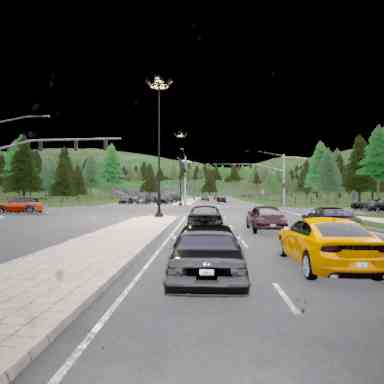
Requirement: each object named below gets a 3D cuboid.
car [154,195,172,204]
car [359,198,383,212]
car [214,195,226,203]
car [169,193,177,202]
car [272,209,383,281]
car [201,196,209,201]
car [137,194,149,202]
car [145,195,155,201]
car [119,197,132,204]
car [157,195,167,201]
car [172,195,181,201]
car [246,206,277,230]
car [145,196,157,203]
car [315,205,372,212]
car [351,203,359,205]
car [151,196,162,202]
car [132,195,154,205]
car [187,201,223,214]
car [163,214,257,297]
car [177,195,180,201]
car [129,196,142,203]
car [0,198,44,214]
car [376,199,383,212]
[{"bbox_3d":[-5.566,1.680,63.361,1.895,1.301,4.718,0,0,3],"label":"car"},{"bbox_3d":[22.327,1.403,38.315,4.553,1.767,2.097,0,0,3],"label":"car"},{"bbox_3d":[6.396,1.571,73.383,1.882,1.535,5.008,0,0,2],"label":"car"},{"bbox_3d":[-5.162,1.446,72.295,2.097,1.767,4.553,0,0,2],"label":"car"},{"bbox_3d":[3.936,1.491,9.950,1.882,1.535,5.008,0,0,3],"label":"car"},{"bbox_3d":[3.550,1.667,89.904,1.994,1.385,4.181,0,0,3],"label":"car"},{"bbox_3d":[-11.825,1.456,80.871,2.097,1.767,4.553,0,0,2],"label":"car"},{"bbox_3d":[-11.413,1.653,91.105,2.033,1.411,5.357,0,0,2],"label":"car"},{"bbox_3d":[-12.564,1.643,63.394,1.994,1.385,4.181,0,0,3],"label":"car"},{"bbox_3d":[-7.982,1.637,89.341,2.128,1.511,4.902,0,0,2],"label":"car"},{"bbox_3d":[-4.320,1.651,92.989,2.033,1.411,5.357,0,0,3],"label":"car"},{"bbox_3d":[4.278,1.551,19.384,1.812,1.442,4.674,0,0,3],"label":"car"},{"bbox_3d":[-8.712,1.642,71.103,1.994,1.385,4.181,0,0,2],"label":"car"},{"bbox_3d":[7.758,1.572,18.899,2.033,1.411,5.357,0,0,3],"label":"car"},{"bbox_3d":[22.549,1.656,41.808,4.718,1.301,1.895,0,0,3],"label":"car"},{"bbox_3d":[-8.389,1.652,79.215,1.994,1.385,4.181,0,0,2],"label":"car"},{"bbox_3d":[-9.126,1.569,62.252,2.128,1.511,4.902,0,0,3],"label":"car"},{"bbox_3d":[0.741,1.501,18.724,1.882,1.535,5.008,0,0,3],"label":"car"},{"bbox_3d":[0.381,1.559,8.758,2.033,1.411,5.357,0,0,2],"label":"car"},{"bbox_3d":[-4.751,1.329,82.587,2.150,2.045,5.566,0,0,2],"label":"car"},{"bbox_3d":[-12.179,1.614,72.015,1.812,1.442,4.674,0,0,2],"label":"car"},{"bbox_3d":[-18.233,1.394,35.141,4.553,1.767,2.097,0,0,2],"label":"car"},{"bbox_3d":[22.430,1.647,34.801,4.718,1.301,1.895,0,0,3],"label":"car"}]
